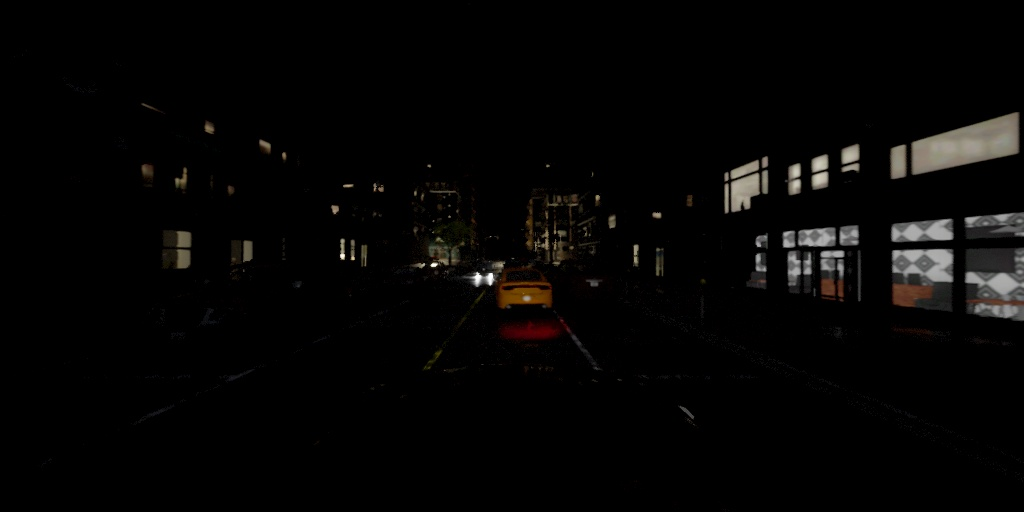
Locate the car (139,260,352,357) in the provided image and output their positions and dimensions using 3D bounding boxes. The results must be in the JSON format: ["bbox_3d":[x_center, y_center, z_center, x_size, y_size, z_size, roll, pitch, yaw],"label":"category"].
[{"bbox_3d":[-5.688,1.031,8.621,2.192,1.841,5.009,0,0,0],"label":"car"}]

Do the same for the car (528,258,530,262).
[{"bbox_3d":[2.761,1.088,41.679,1.751,1.417,4.829,0,0,0],"label":"car"}]

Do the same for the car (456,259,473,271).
[{"bbox_3d":[-5.749,1.079,43.293,1.751,1.417,4.829,0,0,0],"label":"car"}]

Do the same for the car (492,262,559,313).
[{"bbox_3d":[0.318,1.169,13.761,1.882,1.535,5.008,0,0,-4],"label":"car"}]

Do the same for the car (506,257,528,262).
[{"bbox_3d":[0.106,1.092,32.988,2.128,1.511,4.902,0,0,0],"label":"car"}]

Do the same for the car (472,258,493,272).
[{"bbox_3d":[-3.069,1.165,41.283,1.895,1.301,4.718,0,0,0],"label":"car"}]

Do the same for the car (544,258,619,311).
[{"bbox_3d":[2.694,1.005,14.150,2.192,1.841,5.009,0,0,0],"label":"car"}]

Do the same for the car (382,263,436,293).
[{"bbox_3d":[-5.685,1.246,19.686,1.802,1.307,4.207,0,0,0],"label":"car"}]

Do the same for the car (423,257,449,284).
[{"bbox_3d":[-5.683,1.078,25.219,1.967,1.591,4.097,0,0,0],"label":"car"}]

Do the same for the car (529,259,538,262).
[{"bbox_3d":[2.705,1.158,30.442,1.888,1.381,4.507,0,0,0],"label":"car"}]

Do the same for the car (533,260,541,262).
[{"bbox_3d":[2.697,1.204,25.216,1.948,1.339,4.313,0,0,0],"label":"car"}]
